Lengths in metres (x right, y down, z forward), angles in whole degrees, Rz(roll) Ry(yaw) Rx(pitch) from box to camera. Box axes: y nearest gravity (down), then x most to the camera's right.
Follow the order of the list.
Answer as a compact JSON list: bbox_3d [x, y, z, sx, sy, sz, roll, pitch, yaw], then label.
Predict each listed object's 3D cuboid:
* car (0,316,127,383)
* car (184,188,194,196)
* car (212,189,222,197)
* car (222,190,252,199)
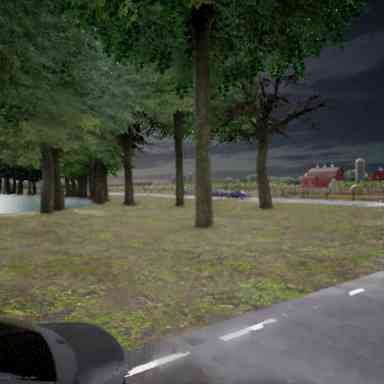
[{"bbox_3d":[-2.556,1.527,1.246,4.892,1.490,1.837,-1,1,-35],"label":"car"},{"bbox_3d":[-1.543,-0.027,69.340,2.128,1.511,4.902,-2,2,-36],"label":"car"},{"bbox_3d":[4.772,0.207,60.682,1.994,1.385,4.181,-2,2,-35],"label":"car"},{"bbox_3d":[7.371,0.369,52.165,1.812,1.442,4.674,-2,2,-36],"label":"car"}]
